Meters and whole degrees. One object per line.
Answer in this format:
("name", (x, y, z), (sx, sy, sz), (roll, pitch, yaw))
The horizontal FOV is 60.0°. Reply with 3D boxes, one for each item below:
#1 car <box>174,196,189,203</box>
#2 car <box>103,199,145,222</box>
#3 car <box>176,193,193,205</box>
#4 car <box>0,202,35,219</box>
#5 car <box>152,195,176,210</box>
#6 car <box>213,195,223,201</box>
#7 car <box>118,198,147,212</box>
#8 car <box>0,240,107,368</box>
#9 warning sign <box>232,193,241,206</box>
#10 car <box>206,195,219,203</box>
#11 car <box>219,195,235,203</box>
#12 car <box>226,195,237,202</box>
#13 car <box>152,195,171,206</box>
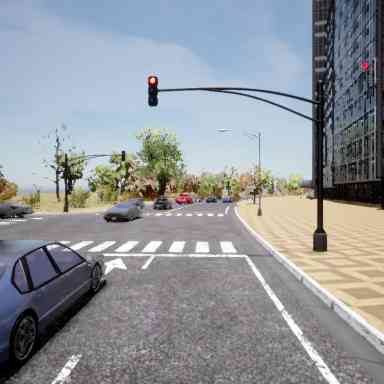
("car", (-2.266, 1.545, 71.573), (2.033, 1.411, 5.357), (0, 0, 11))
("car", (-5.409, 1.546, 26.606), (2.033, 1.411, 5.357), (0, 0, 5))
("car", (-1.251, 1.220, 59.691), (2.150, 2.045, 5.566), (0, 1, 9))
("car", (-16.552, 1.560, 28.898), (5.357, 1.411, 2.033), (0, 0, 4))
("car", (-3.742, 1.506, 42.683), (1.837, 1.490, 4.892), (0, 0, 7))
("car", (6.336, 1.392, 80.514), (1.812, 1.442, 4.674), (0, 0, 14))
("car", (-7.209, 1.546, 41.178), (2.033, 1.411, 5.357), (0, 0, 7))
("car", (-3.035, 1.547, 5.698), (2.033, 1.411, 5.357), (0, 0, 1))
("warning sign", (6.476, 1.122, 48.236), (1.300, 1.860, 1.060), (0, 0, 8))
("car", (4.214, 1.559, 70.807), (1.994, 1.385, 4.181), (0, 0, 12))
("car", (7.492, 1.561, 70.085), (2.033, 1.411, 5.357), (0, 0, 12))
("car", (9.646, 1.545, 80.386), (2.128, 1.511, 4.902), (0, 0, 14))
("car", (-5.090, 1.356, 56.266), (2.097, 1.767, 4.553), (0, 0, 9))
